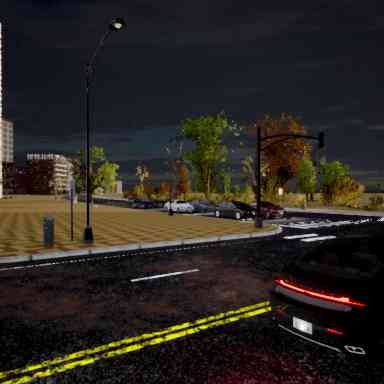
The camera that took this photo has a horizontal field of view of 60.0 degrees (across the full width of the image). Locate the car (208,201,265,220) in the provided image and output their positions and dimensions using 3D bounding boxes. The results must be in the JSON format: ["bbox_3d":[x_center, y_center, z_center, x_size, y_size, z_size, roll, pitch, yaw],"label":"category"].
[{"bbox_3d":[3.795,1.564,29.216,1.837,1.490,4.892,0,0,-32],"label":"car"}]

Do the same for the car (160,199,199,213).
[{"bbox_3d":[-1.531,1.610,37.863,1.812,1.442,4.674,0,0,-31],"label":"car"}]

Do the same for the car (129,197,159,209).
[{"bbox_3d":[-6.706,1.669,46.413,1.994,1.385,4.181,0,0,-31],"label":"car"}]

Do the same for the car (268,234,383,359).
[{"bbox_3d":[3.452,1.504,5.733,4.892,1.490,1.837,0,0,-34],"label":"car"}]

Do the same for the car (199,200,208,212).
[{"bbox_3d":[1.087,1.620,39.801,2.033,1.411,5.357,0,0,-32],"label":"car"}]

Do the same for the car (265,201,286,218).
[{"bbox_3d":[6.597,1.573,30.849,1.812,1.442,4.674,0,0,-30],"label":"car"}]
